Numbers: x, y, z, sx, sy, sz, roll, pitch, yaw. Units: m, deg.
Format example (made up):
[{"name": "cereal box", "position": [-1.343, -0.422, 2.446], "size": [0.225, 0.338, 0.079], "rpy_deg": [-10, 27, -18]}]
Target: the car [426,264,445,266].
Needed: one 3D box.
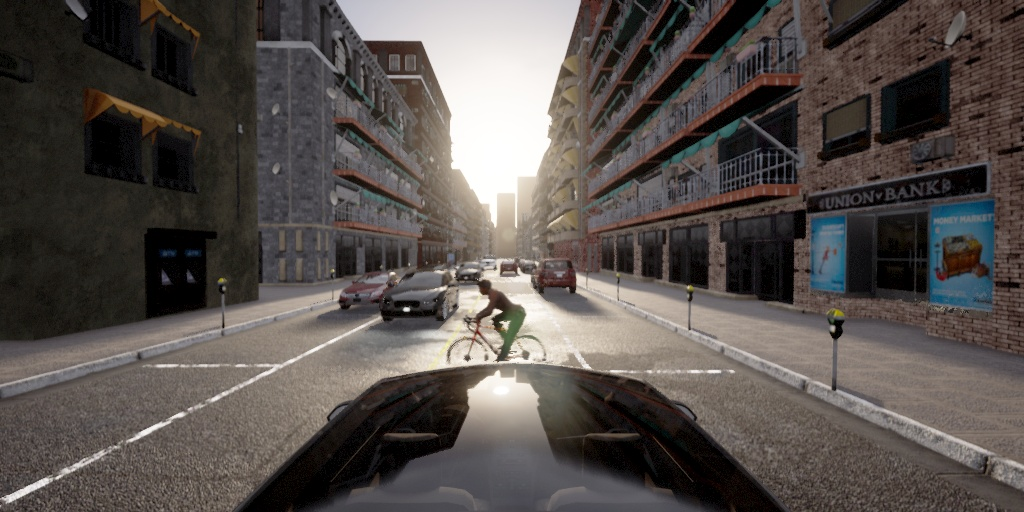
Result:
[{"name": "car", "position": [-5.592, 1.287, 25.980], "size": [1.948, 1.339, 4.313], "rpy_deg": [0, 0, -1]}]

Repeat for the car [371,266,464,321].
[{"name": "car", "position": [-2.963, 1.242, 12.400], "size": [1.837, 1.490, 4.892], "rpy_deg": [0, 0, -1]}]

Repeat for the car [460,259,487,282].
[{"name": "car", "position": [-3.103, 1.226, 26.485], "size": [1.837, 1.490, 4.892], "rpy_deg": [0, 0, 0]}]

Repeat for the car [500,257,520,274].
[{"name": "car", "position": [-0.351, 1.186, 39.871], "size": [1.882, 1.535, 5.008], "rpy_deg": [0, 0, -1]}]

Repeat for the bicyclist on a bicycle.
[{"name": "bicyclist on a bicycle", "position": [-0.268, 1.198, 5.913], "size": [1.656, 1.620, 0.582], "rpy_deg": [-2, 0, -1]}]

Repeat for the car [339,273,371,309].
[{"name": "car", "position": [-5.457, 1.316, 14.679], "size": [1.802, 1.307, 4.207], "rpy_deg": [0, 0, -1]}]

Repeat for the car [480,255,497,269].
[{"name": "car", "position": [-3.444, 0.921, 53.785], "size": [2.150, 2.045, 5.566], "rpy_deg": [0, 0, 0]}]

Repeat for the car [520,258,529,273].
[{"name": "car", "position": [2.058, 1.272, 42.713], "size": [1.948, 1.339, 4.313], "rpy_deg": [0, 0, -1]}]

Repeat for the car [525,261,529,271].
[{"name": "car", "position": [2.260, 1.272, 25.721], "size": [2.007, 1.370, 4.403], "rpy_deg": [0, 0, -1]}]

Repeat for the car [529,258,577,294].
[{"name": "car", "position": [2.327, 1.042, 20.057], "size": [2.192, 1.841, 5.009], "rpy_deg": [0, 0, -1]}]
